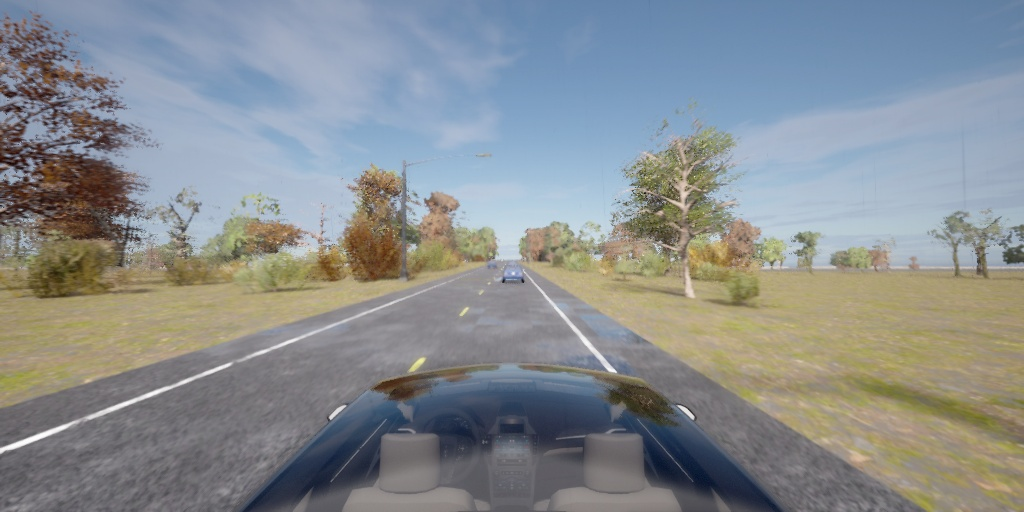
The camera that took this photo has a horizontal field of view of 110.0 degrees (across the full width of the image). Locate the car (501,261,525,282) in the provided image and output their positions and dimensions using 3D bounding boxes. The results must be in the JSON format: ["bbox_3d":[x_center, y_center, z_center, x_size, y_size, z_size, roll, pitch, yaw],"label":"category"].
[{"bbox_3d":[0.096,1.428,30.503,2.033,1.411,5.357,0,0,0],"label":"car"}]
